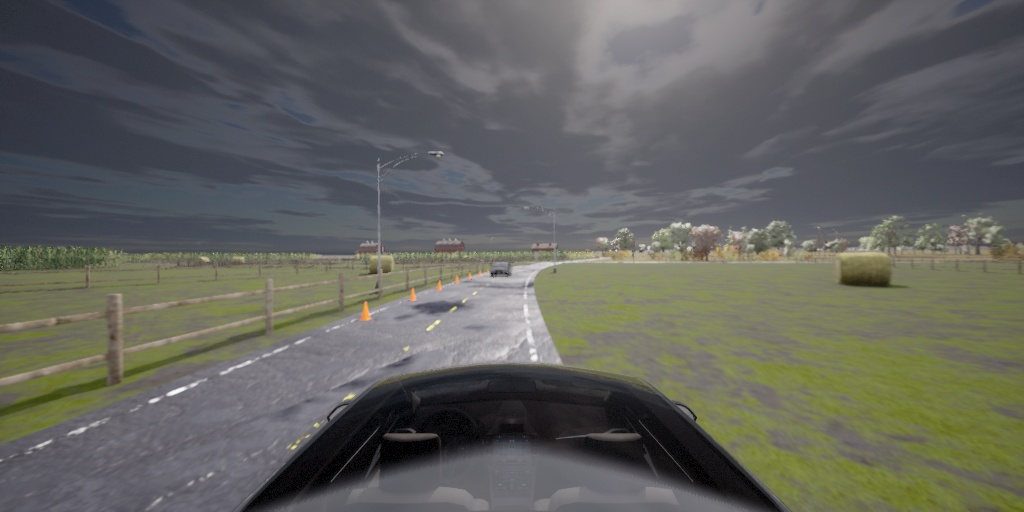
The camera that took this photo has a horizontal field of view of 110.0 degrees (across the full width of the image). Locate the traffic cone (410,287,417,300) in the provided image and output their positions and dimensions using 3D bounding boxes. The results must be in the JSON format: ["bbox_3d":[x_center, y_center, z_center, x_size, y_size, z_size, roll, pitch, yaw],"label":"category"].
[{"bbox_3d":[-4.601,1.748,16.653,0.340,0.580,0.340,0,0,2],"label":"traffic cone"}]

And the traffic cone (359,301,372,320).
[{"bbox_3d":[-4.734,1.750,11.617,0.340,0.580,0.340,0,0,1],"label":"traffic cone"}]

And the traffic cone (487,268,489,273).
[{"bbox_3d":[-2.756,1.733,41.774,0.340,0.580,0.340,0,0,6],"label":"traffic cone"}]

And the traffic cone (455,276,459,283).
[{"bbox_3d":[-4.099,1.743,26.718,0.340,0.580,0.340,0,0,4],"label":"traffic cone"}]

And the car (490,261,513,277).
[{"bbox_3d":[-1.001,1.265,35.391,1.837,1.490,4.892,-1,0,5],"label":"car"}]

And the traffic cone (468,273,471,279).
[{"bbox_3d":[-3.730,1.741,31.743,0.340,0.580,0.340,0,0,5],"label":"traffic cone"}]

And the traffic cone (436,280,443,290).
[{"bbox_3d":[-4.389,1.745,21.688,0.340,0.580,0.340,0,0,3],"label":"traffic cone"}]

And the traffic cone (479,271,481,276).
[{"bbox_3d":[-3.282,1.737,36.763,0.340,0.580,0.340,0,0,6],"label":"traffic cone"}]
